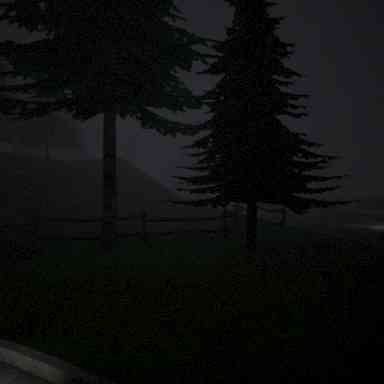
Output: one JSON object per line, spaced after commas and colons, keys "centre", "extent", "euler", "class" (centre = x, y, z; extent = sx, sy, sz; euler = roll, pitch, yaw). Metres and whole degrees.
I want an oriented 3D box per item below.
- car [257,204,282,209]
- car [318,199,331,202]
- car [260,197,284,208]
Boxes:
{"centre": [9.408, 1.545, 41.482], "extent": [2.033, 1.411, 5.357], "euler": [0, 0, -9], "class": "car"}
{"centre": [16.324, 1.545, 42.543], "extent": [2.033, 1.411, 5.357], "euler": [0, 0, -9], "class": "car"}
{"centre": [11.754, 1.523, 49.240], "extent": [1.812, 1.442, 4.674], "euler": [0, 0, -9], "class": "car"}
